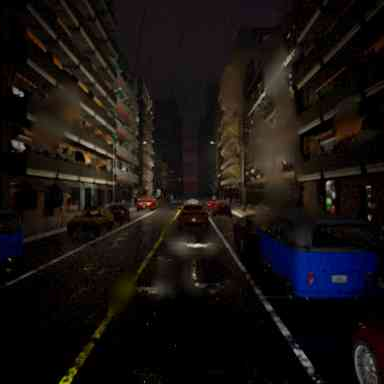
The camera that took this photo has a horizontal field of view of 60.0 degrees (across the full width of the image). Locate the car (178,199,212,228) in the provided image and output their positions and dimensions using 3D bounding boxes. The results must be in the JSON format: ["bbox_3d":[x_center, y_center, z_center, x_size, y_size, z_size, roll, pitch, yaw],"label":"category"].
[{"bbox_3d":[0.104,1.510,22.354,1.882,1.535,5.008,0,0,0],"label":"car"}]

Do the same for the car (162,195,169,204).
[{"bbox_3d":[-5.680,1.706,59.138,1.802,1.307,4.206,0,0,0],"label":"car"}]

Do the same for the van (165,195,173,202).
[{"bbox_3d":[-5.677,1.553,81.901,1.690,1.788,3.998,0,0,0],"label":"van"}]

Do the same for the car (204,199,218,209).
[{"bbox_3d":[2.700,1.671,47.756,1.802,1.307,4.206,0,0,0],"label":"car"}]

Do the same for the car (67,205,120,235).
[{"bbox_3d":[-5.683,1.552,19.137,1.752,1.417,4.829,0,0,0],"label":"car"}]

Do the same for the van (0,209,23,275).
[{"bbox_3d":[-5.683,1.350,7.926,1.690,1.788,3.998,0,0,0],"label":"van"}]

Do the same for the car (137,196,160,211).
[{"bbox_3d":[-5.680,1.390,42.069,2.192,1.841,5.009,0,0,0],"label":"car"}]

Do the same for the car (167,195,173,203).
[{"bbox_3d":[-5.678,1.482,70.519,2.192,1.841,5.009,0,0,0],"label":"car"}]

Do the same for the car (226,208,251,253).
[{"bbox_3d":[2.696,1.561,13.615,1.887,1.381,4.507,0,0,0],"label":"car"}]

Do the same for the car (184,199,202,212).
[{"bbox_3d":[0.106,1.622,41.924,2.033,1.411,5.357,0,0,0],"label":"car"}]

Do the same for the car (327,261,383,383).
[{"bbox_3d":[2.695,1.584,2.235,1.802,1.307,4.206,0,0,0],"label":"car"}]

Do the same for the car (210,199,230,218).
[{"bbox_3d":[2.698,1.632,30.685,1.802,1.307,4.206,0,0,0],"label":"car"}]

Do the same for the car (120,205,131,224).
[{"bbox_3d":[-5.683,1.620,24.999,1.802,1.307,4.206,0,0,0],"label":"car"}]

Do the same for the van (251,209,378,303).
[{"bbox_3d":[2.697,1.350,7.924,1.690,1.788,3.998,0,0,0],"label":"van"}]

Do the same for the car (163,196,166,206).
[{"bbox_3d":[-5.680,1.672,53.449,1.947,1.339,4.313,0,0,0],"label":"car"}]

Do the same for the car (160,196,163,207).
[{"bbox_3d":[-5.681,1.614,47.589,1.752,1.417,4.829,0,0,0],"label":"car"}]
